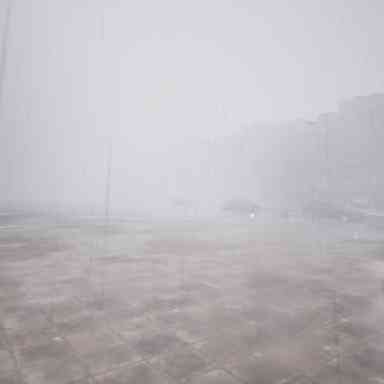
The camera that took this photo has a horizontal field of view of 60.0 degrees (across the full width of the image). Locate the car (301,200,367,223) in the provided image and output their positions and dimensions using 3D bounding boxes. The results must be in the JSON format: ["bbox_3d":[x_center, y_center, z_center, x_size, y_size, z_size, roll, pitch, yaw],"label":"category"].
[{"bbox_3d":[10.646,1.427,25.251,1.837,1.490,4.892,-2,2,-35],"label":"car"}]

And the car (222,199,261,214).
[{"bbox_3d":[4.906,1.377,33.372,1.994,1.385,4.181,-2,2,-36],"label":"car"}]

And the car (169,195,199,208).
[{"bbox_3d":[-1.006,1.190,41.755,2.128,1.511,4.902,-2,2,-35],"label":"car"}]
